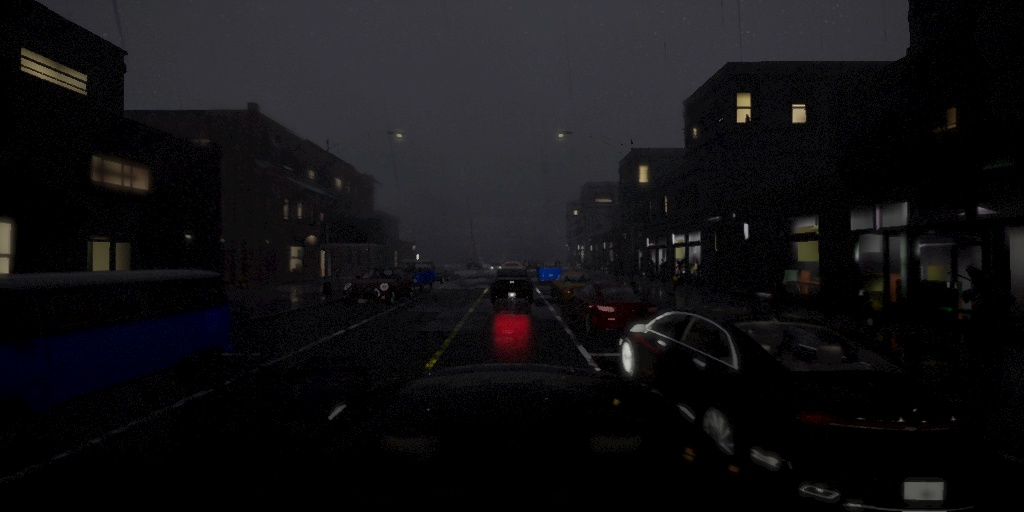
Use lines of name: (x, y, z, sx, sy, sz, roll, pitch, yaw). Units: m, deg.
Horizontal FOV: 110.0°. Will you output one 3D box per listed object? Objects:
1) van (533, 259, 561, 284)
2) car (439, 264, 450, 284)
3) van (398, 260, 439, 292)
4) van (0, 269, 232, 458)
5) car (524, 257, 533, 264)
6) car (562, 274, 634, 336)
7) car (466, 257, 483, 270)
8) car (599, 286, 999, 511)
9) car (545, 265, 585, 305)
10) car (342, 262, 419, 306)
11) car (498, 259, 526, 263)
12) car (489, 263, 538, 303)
van: (2.691, 1.093, 26.700, 1.690, 1.789, 3.998, 0, 0, 0)
car: (-5.690, 1.302, 26.687, 2.007, 1.370, 4.403, 0, 0, 0)
van: (-5.690, 1.093, 21.143, 1.690, 1.789, 3.998, 0, 0, 0)
van: (-5.690, 1.091, 4.514, 1.690, 1.789, 3.998, 0, 0, 0)
car: (2.691, 1.187, 48.873, 1.967, 1.591, 4.097, 0, 0, 0)
car: (2.691, 1.333, 10.070, 1.802, 1.307, 4.207, 0, 0, 0)
car: (-5.690, 1.058, 54.403, 2.192, 1.841, 5.009, 0, 0, 0)
car: (2.691, 1.300, 4.526, 2.007, 1.370, 4.403, 0, 0, 0)
car: (2.691, 1.277, 15.783, 1.751, 1.417, 4.829, 0, 0, 0)
car: (-5.690, 1.191, 15.601, 1.967, 1.591, 4.097, 0, 0, 0)
car: (0.000, 1.238, 31.502, 1.882, 1.535, 5.008, 0, 0, 0)
car: (0.000, 1.269, 16.500, 1.837, 1.490, 4.892, 0, 0, 0)
